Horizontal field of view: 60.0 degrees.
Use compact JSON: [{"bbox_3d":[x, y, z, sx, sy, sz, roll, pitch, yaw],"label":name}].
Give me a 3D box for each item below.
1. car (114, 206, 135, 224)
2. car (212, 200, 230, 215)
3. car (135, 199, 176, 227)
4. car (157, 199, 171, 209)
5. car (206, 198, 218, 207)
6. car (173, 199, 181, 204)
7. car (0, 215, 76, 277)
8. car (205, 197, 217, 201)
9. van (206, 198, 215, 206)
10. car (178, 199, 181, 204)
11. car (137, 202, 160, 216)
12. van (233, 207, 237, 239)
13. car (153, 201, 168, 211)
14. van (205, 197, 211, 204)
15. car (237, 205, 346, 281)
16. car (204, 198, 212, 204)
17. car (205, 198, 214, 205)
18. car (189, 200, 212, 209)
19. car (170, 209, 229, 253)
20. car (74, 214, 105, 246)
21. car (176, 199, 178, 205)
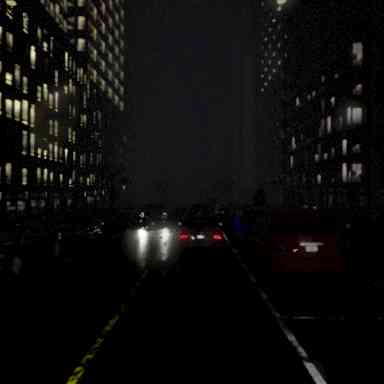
[{"bbox_3d":[-5.195,1.827,27.393,2.008,1.369,4.403,0,-1,1],"label":"car"},{"bbox_3d":[3.402,1.990,38.596,2.008,1.369,4.403,0,-1,1],"label":"car"},{"bbox_3d":[-2.628,1.613,24.868,2.097,1.767,4.553,0,-1,1],"label":"car"},{"bbox_3d":[-4.651,2.028,55.805,1.967,1.590,4.097,0,-1,1],"label":"car"},{"bbox_3d":[3.945,2.065,67.011,2.192,1.841,5.009,0,-1,1],"label":"car"},{"bbox_3d":[-3.997,2.510,89.898,2.008,1.369,4.403,0,-1,1],"label":"car"},{"bbox_3d":[-5.522,1.640,10.346,2.008,1.369,4.403,0,-1,1],"label":"car"},{"bbox_3d":[3.836,2.003,61.328,2.192,1.841,5.009,0,-1,1],"label":"car"},{"bbox_3d":[4.054,2.153,72.693,1.690,1.788,3.998,0,-1,1],"label":"van"},{"bbox_3d":[-4.215,2.402,78.533,1.947,1.339,4.313,0,-1,1],"label":"car"},{"bbox_3d":[-4.977,1.952,38.757,2.008,1.369,4.403,0,-1,1],"label":"car"},{"bbox_3d":[2.965,1.530,15.870,1.690,1.788,3.998,0,-1,1],"label":"van"},{"bbox_3d":[-4.759,2.108,50.121,1.802,1.307,4.206,0,-1,1],"label":"car"},{"bbox_3d":[4.490,2.399,95.421,1.690,1.788,3.998,0,-1,1],"label":"van"},{"bbox_3d":[2.856,1.442,10.188,2.192,1.841,5.009,0,-1,1],"label":"car"},{"bbox_3d":[4.381,2.437,89.738,1.967,1.590,4.097,0,-1,1],"label":"car"},{"bbox_3d":[4.164,2.314,78.374,1.967,1.590,4.097,0,-1,1],"label":"car"},{"bbox_3d":[0.706,1.839,32.622,1.882,1.535,5.008,0,-1,1],"label":"car"},{"bbox_3d":[0.360,1.710,14.561,2.033,1.411,5.357,0,-1,1],"label":"car"},{"bbox_3d":[-5.412,1.733,16.028,1.802,1.307,4.206,0,-1,1],"label":"car"},{"bbox_3d":[-4.436,2.236,66.999,1.752,1.417,4.829,0,-1,1],"label":"car"}]
